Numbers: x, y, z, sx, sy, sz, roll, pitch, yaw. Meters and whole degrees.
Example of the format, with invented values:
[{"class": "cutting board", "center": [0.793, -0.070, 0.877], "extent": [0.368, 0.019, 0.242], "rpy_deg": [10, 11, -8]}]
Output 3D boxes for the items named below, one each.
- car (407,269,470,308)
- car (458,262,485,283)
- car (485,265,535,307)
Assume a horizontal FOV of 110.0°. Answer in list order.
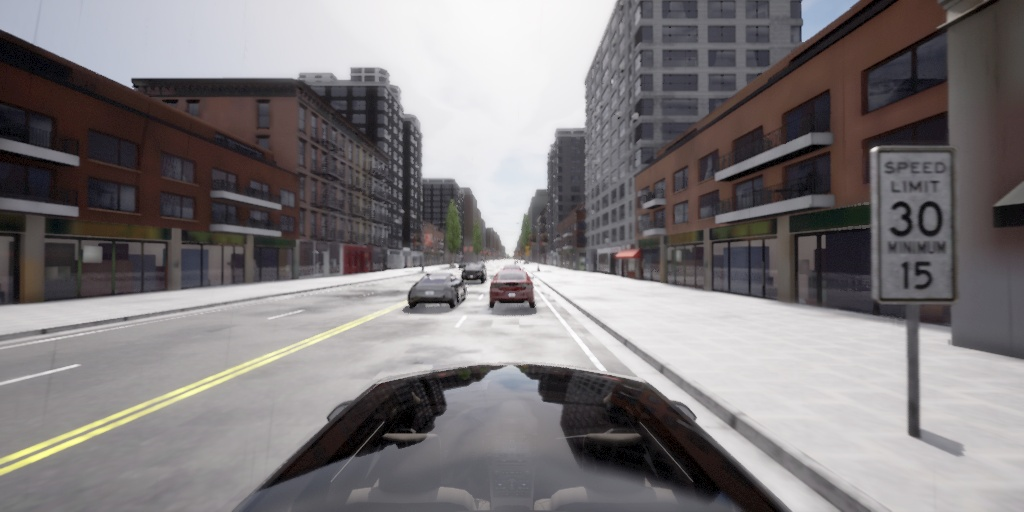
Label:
[{"class": "car", "center": [-3.247, 1.451, 16.162], "extent": [1.994, 1.385, 4.181], "rpy_deg": [0, 0, 0]}, {"class": "car", "center": [-3.246, 1.505, 31.317], "extent": [1.882, 1.535, 5.008], "rpy_deg": [0, 0, 0]}, {"class": "car", "center": [0.005, 1.366, 16.343], "extent": [1.882, 1.535, 5.008], "rpy_deg": [0, 0, 0]}]
